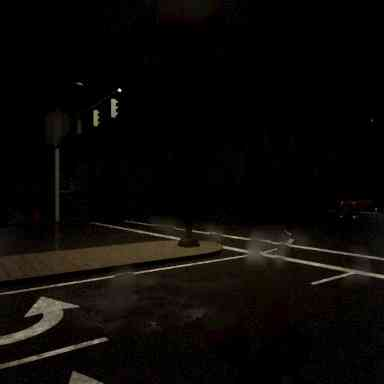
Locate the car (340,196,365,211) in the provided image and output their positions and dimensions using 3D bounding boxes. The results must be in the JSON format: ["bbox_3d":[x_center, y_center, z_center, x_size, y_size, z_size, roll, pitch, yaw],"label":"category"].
[{"bbox_3d":[20.442,1.352,41.424,4.553,1.767,2.097,0,0,-36],"label":"car"}]

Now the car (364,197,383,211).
[{"bbox_3d":[22.854,1.547,38.891,5.357,1.411,2.033,0,0,-35],"label":"car"}]

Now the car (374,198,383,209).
[{"bbox_3d":[27.458,1.564,46.452,4.181,1.385,1.994,0,0,-36],"label":"car"}]
